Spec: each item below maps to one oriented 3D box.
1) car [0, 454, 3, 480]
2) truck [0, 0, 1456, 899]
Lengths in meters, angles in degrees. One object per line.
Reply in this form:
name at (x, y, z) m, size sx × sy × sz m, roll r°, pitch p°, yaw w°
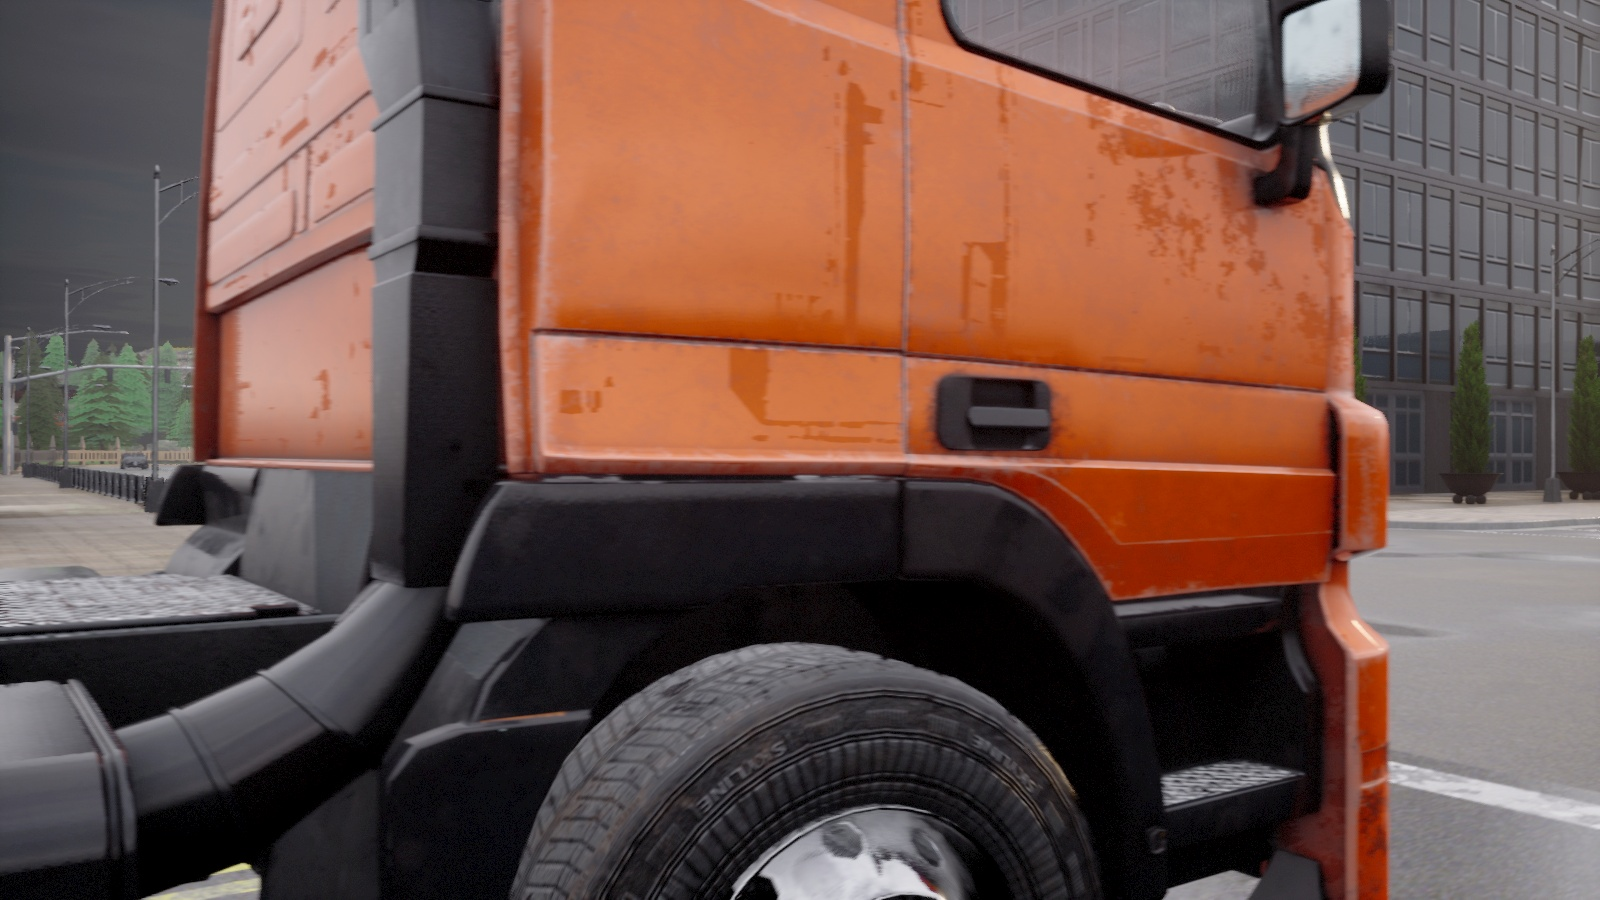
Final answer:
car at (-49.472, 0.987, 73.264) m, size 4.902 × 1.511 × 2.128 m, roll 0°, pitch 0°, yaw -35°
truck at (-2.544, -0.229, 1.887) m, size 7.936 × 3.462 × 2.891 m, roll 0°, pitch 0°, yaw -35°
